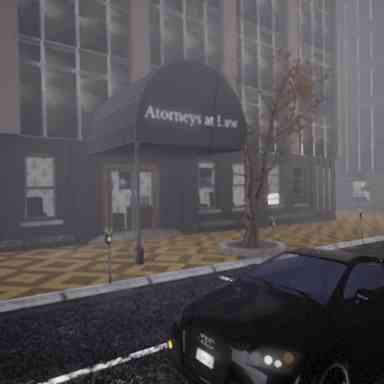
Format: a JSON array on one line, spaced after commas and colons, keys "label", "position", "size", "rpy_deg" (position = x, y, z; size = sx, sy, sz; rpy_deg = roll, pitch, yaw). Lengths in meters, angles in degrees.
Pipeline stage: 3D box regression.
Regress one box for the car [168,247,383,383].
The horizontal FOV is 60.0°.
[{"label": "car", "position": [1.754, 1.540, 4.638], "size": [4.181, 1.385, 1.994], "rpy_deg": [0, 0, -36]}]
